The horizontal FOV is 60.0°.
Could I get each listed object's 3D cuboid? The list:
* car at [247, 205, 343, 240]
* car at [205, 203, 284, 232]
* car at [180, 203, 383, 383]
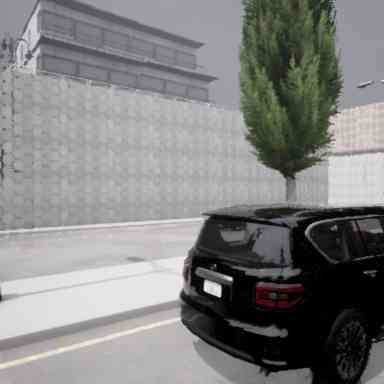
[{"bbox_3d":[5.584,1.505,17.724,5.357,1.411,2.033,0,0,-36],"label":"car"},{"bbox_3d":[3.319,1.469,20.410,4.892,1.490,1.837,0,0,-36],"label":"car"},{"bbox_3d":[2.429,1.208,5.492,5.566,2.045,2.150,-1,0,-35],"label":"car"}]
